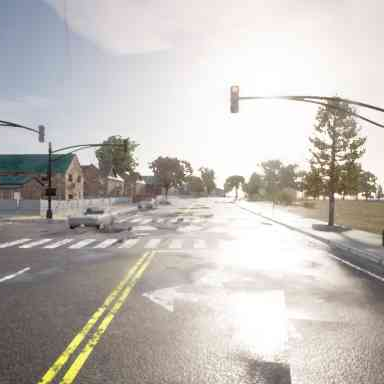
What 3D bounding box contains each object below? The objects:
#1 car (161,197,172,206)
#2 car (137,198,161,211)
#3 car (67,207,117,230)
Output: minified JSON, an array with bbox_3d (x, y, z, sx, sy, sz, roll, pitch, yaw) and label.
[{"bbox_3d":[-4.631,1.636,58.160,1.812,1.442,4.674,0,0,4],"label":"car"},{"bbox_3d":[-5.543,1.556,41.538,2.128,1.511,4.902,0,0,3],"label":"car"},{"bbox_3d":[-6.246,1.624,21.306,1.895,1.301,4.718,0,0,1],"label":"car"}]
